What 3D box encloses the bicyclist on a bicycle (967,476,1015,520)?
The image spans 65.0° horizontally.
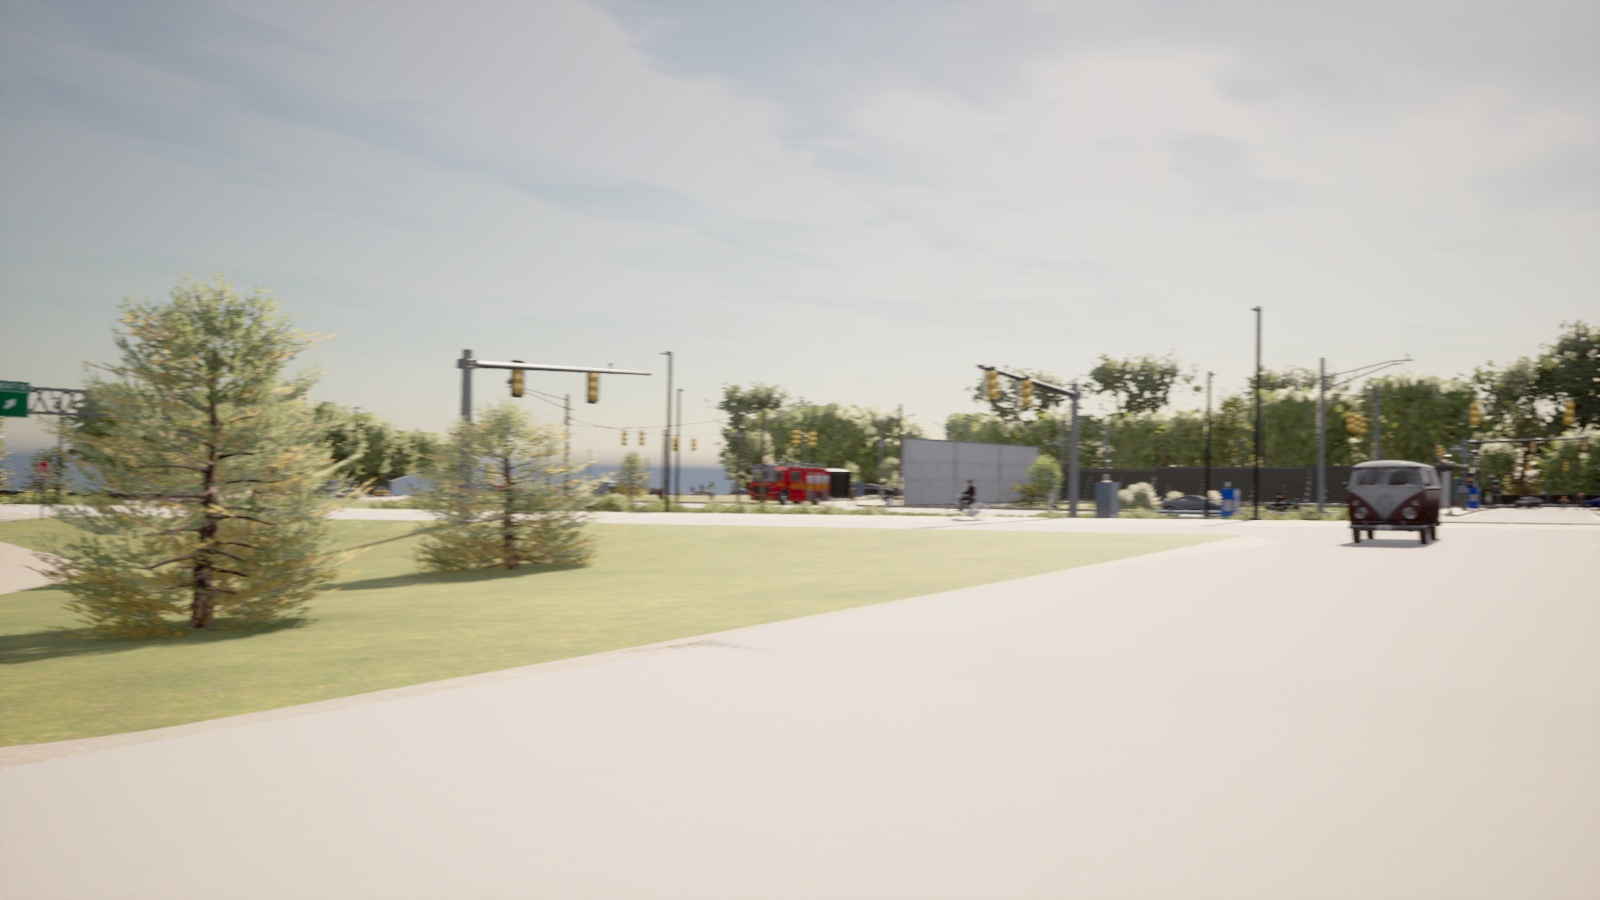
[{"bbox_3d":[7.903,1.974,51.961,1.843,1.776,0.659,-1,-2,33],"label":"bicyclist on a bicycle"}]

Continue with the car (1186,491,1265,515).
[{"bbox_3d":[26.130,3.252,77.154,4.181,1.385,1.994,-1,-2,33],"label":"car"}]

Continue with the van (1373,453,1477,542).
[{"bbox_3d":[15.262,1.142,30.561,1.775,1.987,4.442,-2,-2,32],"label":"van"}]

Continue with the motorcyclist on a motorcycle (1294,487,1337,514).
[{"bbox_3d":[31.921,3.133,77.737,2.350,1.649,0.766,-1,-2,31],"label":"motorcyclist on a motorcycle"}]
